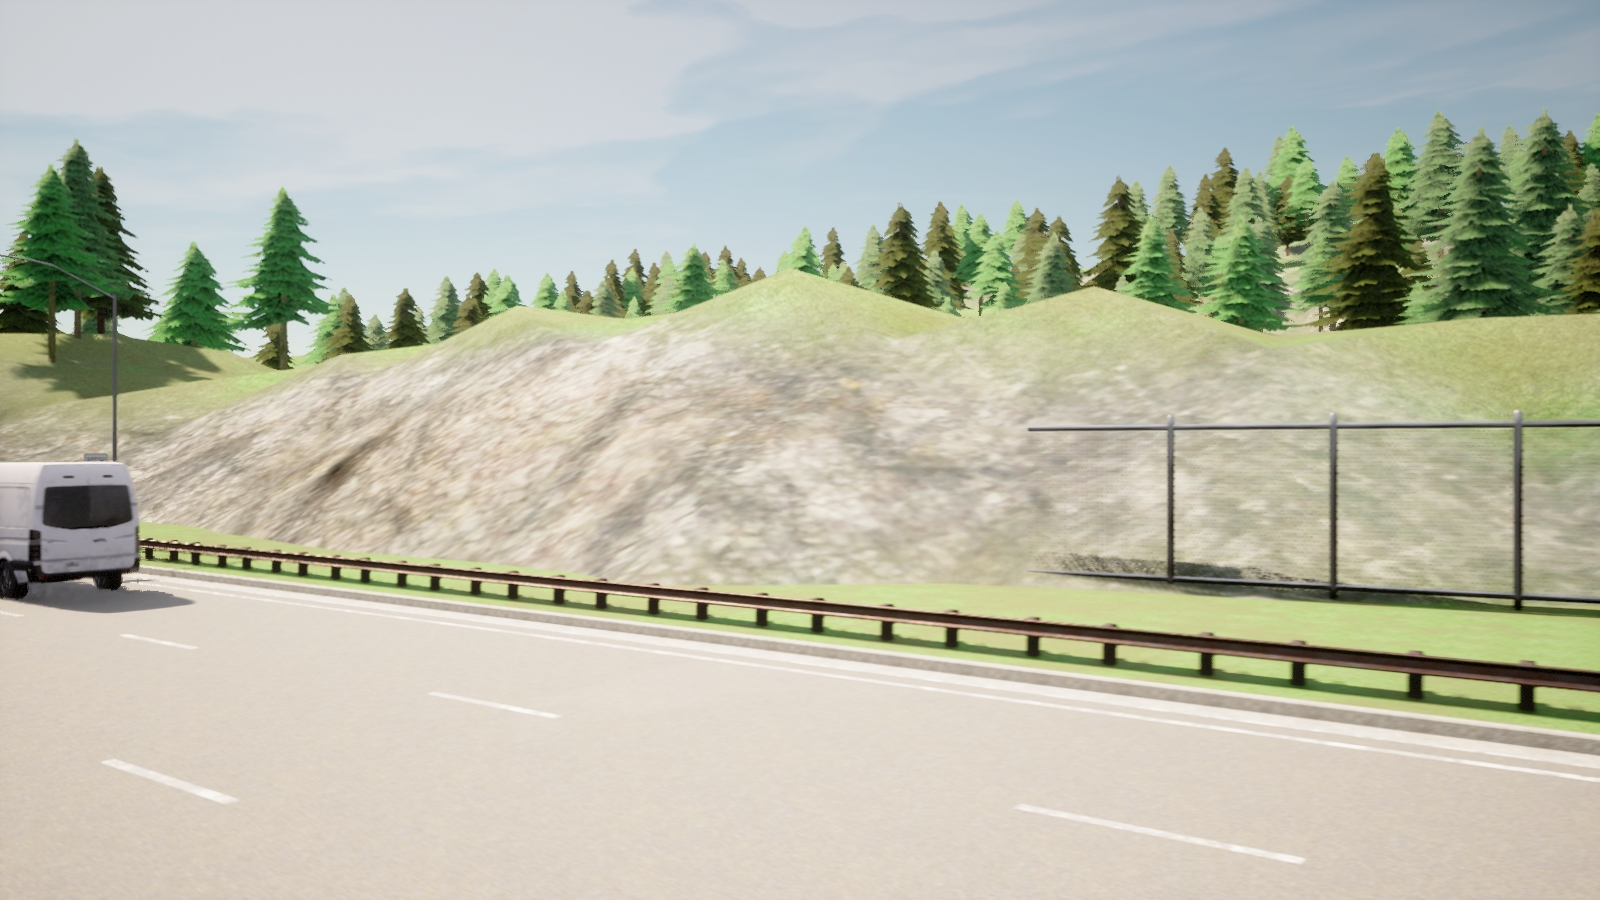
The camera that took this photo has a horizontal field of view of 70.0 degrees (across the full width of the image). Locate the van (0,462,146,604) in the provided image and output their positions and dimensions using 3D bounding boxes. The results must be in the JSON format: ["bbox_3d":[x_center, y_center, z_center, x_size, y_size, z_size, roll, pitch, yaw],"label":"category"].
[{"bbox_3d":[-15.821,1.532,23.246,5.915,2.561,1.988,-1,0,34],"label":"van"}]
